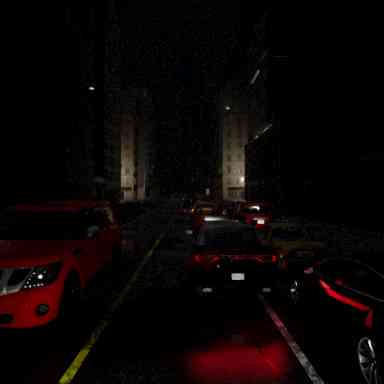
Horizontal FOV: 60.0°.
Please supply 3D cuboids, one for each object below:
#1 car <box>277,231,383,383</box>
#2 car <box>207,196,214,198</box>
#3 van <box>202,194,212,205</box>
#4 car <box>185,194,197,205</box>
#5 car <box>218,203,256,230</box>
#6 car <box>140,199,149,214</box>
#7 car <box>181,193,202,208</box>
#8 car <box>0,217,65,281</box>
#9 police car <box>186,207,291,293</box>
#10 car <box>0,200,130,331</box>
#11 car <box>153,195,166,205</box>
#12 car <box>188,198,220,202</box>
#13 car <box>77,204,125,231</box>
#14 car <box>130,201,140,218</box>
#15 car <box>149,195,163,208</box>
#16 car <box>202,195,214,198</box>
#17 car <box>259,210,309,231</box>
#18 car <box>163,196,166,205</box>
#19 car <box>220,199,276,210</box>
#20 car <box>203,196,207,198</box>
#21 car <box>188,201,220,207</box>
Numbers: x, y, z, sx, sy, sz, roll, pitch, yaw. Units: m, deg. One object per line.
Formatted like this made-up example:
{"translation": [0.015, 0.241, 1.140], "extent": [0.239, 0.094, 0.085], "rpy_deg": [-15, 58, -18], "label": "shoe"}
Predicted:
{"translation": [2.846, 1.566, 4.974], "extent": [1.947, 1.339, 4.313], "rpy_deg": [0, 0, 0], "label": "car"}
{"translation": [2.777, 1.438, 32.592], "extent": [1.967, 1.590, 4.097], "rpy_deg": [0, 0, 0], "label": "car"}
{"translation": [2.708, 1.337, 60.210], "extent": [1.690, 1.788, 3.998], "rpy_deg": [0, 0, 0], "label": "van"}
{"translation": [-0.151, 1.348, 60.242], "extent": [2.097, 1.767, 4.553], "rpy_deg": [0, 0, 0], "label": "car"}
{"translation": [2.804, 1.524, 21.715], "extent": [1.752, 1.417, 4.829], "rpy_deg": [0, 0, 0], "label": "car"}
{"translation": [-5.749, 1.564, 32.558], "extent": [1.947, 1.339, 4.313], "rpy_deg": [0, 0, 0], "label": "car"}
{"translation": [-0.104, 1.349, 46.837], "extent": [2.097, 1.767, 4.553], "rpy_deg": [0, 0, 0], "label": "car"}
{"translation": [-5.694, 1.582, 10.458], "extent": [1.802, 1.307, 4.206], "rpy_deg": [0, 0, 0], "label": "car"}
{"translation": [0.877, 1.426, 8.983], "extent": [1.930, 1.638, 5.238], "rpy_deg": [0, 0, 0], "label": "police car"}
{"translation": [-3.017, 1.223, 7.225], "extent": [2.150, 2.045, 5.566], "rpy_deg": [0, 0, 0], "label": "car"}
{"translation": [-5.818, 1.436, 60.183], "extent": [1.967, 1.590, 4.097], "rpy_deg": [0, 0, 0], "label": "car"}
{"translation": [0.838, 1.477, 24.873], "extent": [1.882, 1.535, 5.008], "rpy_deg": [0, 0, 0], "label": "car"}
{"translation": [-5.721, 1.544, 21.508], "extent": [1.887, 1.381, 4.507], "rpy_deg": [0, 0, 0], "label": "car"}
{"translation": [-5.735, 1.564, 27.033], "extent": [1.947, 1.339, 4.313], "rpy_deg": [0, 0, 0], "label": "car"}
{"translation": [-5.791, 1.578, 49.133], "extent": [1.802, 1.307, 4.206], "rpy_deg": [0, 0, 0], "label": "car"}
{"translation": [2.735, 1.562, 49.162], "extent": [1.947, 1.339, 4.313], "rpy_deg": [0, 0, 0], "label": "car"}
{"translation": [2.832, 1.525, 10.667], "extent": [1.752, 1.417, 4.829], "rpy_deg": [0, 0, 0], "label": "car"}
{"translation": [-5.804, 1.562, 54.658], "extent": [1.947, 1.339, 4.313], "rpy_deg": [0, 0, 0], "label": "car"}
{"translation": [2.818, 1.314, 16.021], "extent": [2.192, 1.841, 5.009], "rpy_deg": [0, 0, 0], "label": "car"}
{"translation": [2.749, 1.548, 43.639], "extent": [2.008, 1.369, 4.403], "rpy_deg": [0, 0, 0], "label": "car"}
{"translation": [0.853, 1.477, 18.872], "extent": [1.882, 1.535, 5.008], "rpy_deg": [0, 0, 0], "label": "car"}
